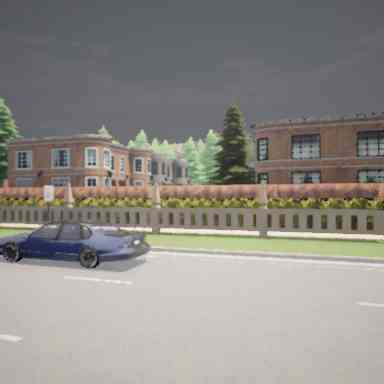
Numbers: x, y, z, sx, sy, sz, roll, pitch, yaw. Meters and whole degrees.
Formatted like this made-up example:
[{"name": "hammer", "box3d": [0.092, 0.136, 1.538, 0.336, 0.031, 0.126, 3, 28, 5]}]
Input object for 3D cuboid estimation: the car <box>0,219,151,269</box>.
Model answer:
[{"name": "car", "box3d": [-4.105, 1.650, 11.297, 5.357, 1.411, 2.033, 0, 0, 18]}]
